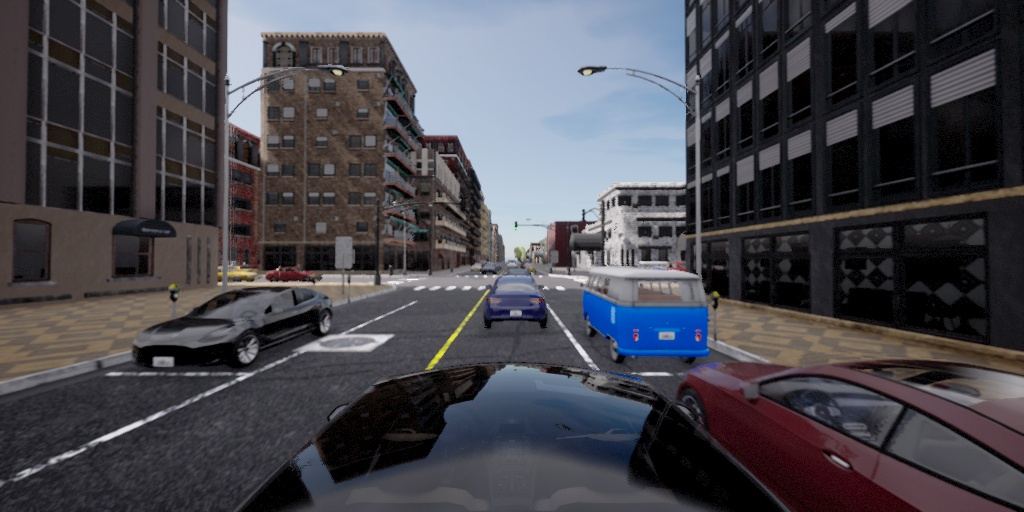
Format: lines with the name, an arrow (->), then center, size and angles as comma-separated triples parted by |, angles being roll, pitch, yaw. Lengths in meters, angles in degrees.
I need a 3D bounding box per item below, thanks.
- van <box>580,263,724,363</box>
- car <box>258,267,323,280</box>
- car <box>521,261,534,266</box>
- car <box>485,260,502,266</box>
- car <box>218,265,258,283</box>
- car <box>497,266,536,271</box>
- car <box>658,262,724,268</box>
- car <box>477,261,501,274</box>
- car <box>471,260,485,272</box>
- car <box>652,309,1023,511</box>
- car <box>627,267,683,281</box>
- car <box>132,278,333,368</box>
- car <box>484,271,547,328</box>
van -> 2.657, 1.151, 8.001 | 1.690, 1.789, 3.998 | 0, 0, 0
car -> -17.466, 1.540, 28.808 | 4.207, 1.307, 1.802 | 0, 0, 0
car -> 2.693, 1.794, 52.954 | 1.751, 1.417, 4.829 | 0, 0, 0
car -> -3.074, 1.832, 59.517 | 2.128, 1.511, 4.902 | 0, -1, 0
car -> -22.958, 1.472, 28.795 | 4.829, 1.417, 1.751 | 0, 0, 0
car -> 0.435, 1.513, 22.311 | 1.994, 1.385, 4.181 | 0, 0, 4
car -> 14.921, 1.364, 28.883 | 5.009, 1.841, 2.192 | 0, 0, 0
car -> -3.059, 1.782, 49.638 | 2.033, 1.411, 5.357 | 0, -1, 3
car -> -5.688, 1.853, 58.153 | 1.751, 1.417, 4.829 | 0, 0, 0
car -> 2.657, 1.338, 2.312 | 1.802, 1.307, 4.207 | 0, 0, 0
car -> 13.759, 1.730, 34.679 | 4.718, 1.301, 1.895 | 0, -1, 0
car -> -5.690, 1.376, 8.027 | 1.948, 1.339, 4.313 | 0, 0, 0
car -> 0.104, 1.372, 11.758 | 1.812, 1.442, 4.674 | 0, -1, 0
